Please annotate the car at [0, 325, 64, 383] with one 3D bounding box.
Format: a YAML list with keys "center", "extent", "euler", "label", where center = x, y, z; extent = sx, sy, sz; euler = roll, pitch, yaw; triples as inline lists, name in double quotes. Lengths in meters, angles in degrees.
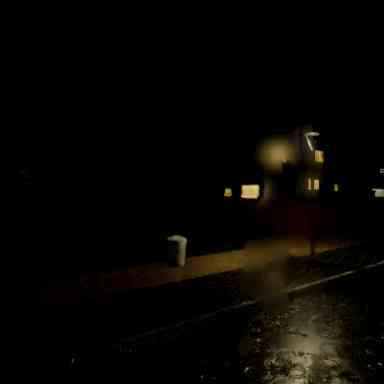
- center: [-2.915, 1.497, 1.075]
  extent: [4.902, 1.511, 2.128]
  euler: [0, 0, -35]
  label: "car"
